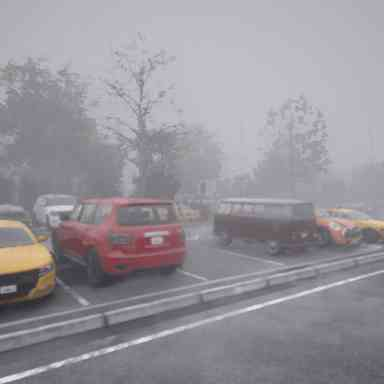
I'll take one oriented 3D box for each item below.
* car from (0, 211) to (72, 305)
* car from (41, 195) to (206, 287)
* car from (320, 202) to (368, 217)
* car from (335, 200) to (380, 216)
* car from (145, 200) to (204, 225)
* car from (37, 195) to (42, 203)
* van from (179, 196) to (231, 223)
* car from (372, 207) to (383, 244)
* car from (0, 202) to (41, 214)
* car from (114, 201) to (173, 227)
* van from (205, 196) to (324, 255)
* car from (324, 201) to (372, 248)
[{"bbox_3d":[-4.687,1.437,7.858,2.097,1.535,5.008,0,0,-36],"label":"car"},{"bbox_3d":[-2.341,1.183,9.593,2.435,2.045,5.566,0,0,-36],"label":"car"},{"bbox_3d":[17.776,2.029,39.127,2.002,1.452,4.674,2,-1,-36],"label":"car"},{"bbox_3d":[20.325,1.954,41.018,2.185,1.767,4.553,2,-1,-35],"label":"car"},{"bbox_3d":[-1.489,1.493,25.524,1.946,1.575,5.366,1,0,-36],"label":"car"},{"bbox_3d":[-8.163,1.187,20.457,2.435,2.045,5.566,0,0,-36],"label":"car"},{"bbox_3d":[0.957,1.303,26.913,1.878,1.987,4.442,1,0,-36],"label":"van"},{"bbox_3d":[7.636,1.518,16.521,1.946,1.575,5.366,1,0,-36],"label":"car"},{"bbox_3d":[-10.435,1.438,18.833,2.231,1.521,4.892,0,0,-36],"label":"car"},{"bbox_3d":[-3.649,1.468,23.970,1.946,1.575,5.366,0,0,-36],"label":"car"},{"bbox_3d":[2.630,1.237,13.287,1.878,1.987,4.442,0,0,-36],"label":"van"},{"bbox_3d":[5.143,1.361,14.992,2.185,1.767,4.553,1,0,-36],"label":"car"}]
